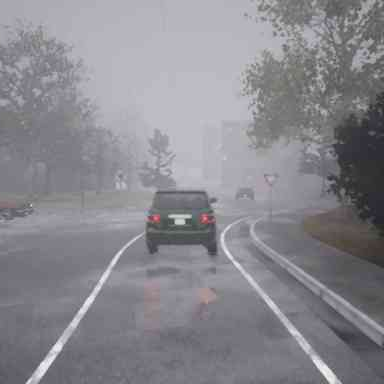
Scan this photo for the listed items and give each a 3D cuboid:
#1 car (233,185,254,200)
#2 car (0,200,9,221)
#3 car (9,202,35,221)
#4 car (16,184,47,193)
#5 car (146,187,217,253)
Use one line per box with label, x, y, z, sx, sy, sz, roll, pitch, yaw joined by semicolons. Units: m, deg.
car;5.594;-0.019;36.019;1.837;1.490;4.892;1;3;5
car;-11.614;0.941;15.503;4.892;1.490;1.837;0;3;0
car;-11.477;0.899;18.577;4.718;1.301;1.895;0;3;-1
car;-24.255;-0.559;50.389;4.181;1.385;1.994;-1;3;-41
car;-0.266;0.804;11.966;2.150;2.045;5.566;0;3;1
